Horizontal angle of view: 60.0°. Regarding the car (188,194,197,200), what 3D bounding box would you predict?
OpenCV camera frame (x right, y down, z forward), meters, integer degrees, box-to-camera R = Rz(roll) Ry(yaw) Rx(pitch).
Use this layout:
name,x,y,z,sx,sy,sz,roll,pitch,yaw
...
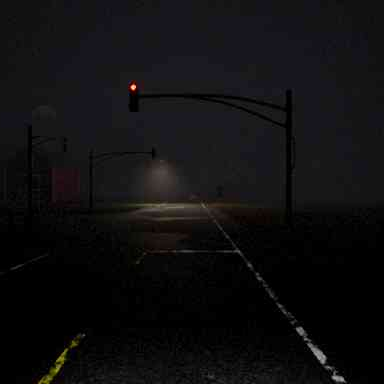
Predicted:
name,x,y,z,sx,sy,sz,roll,pitch,yaw
car,0.101,1.242,86.558,2.097,1.767,4.553,0,0,0
